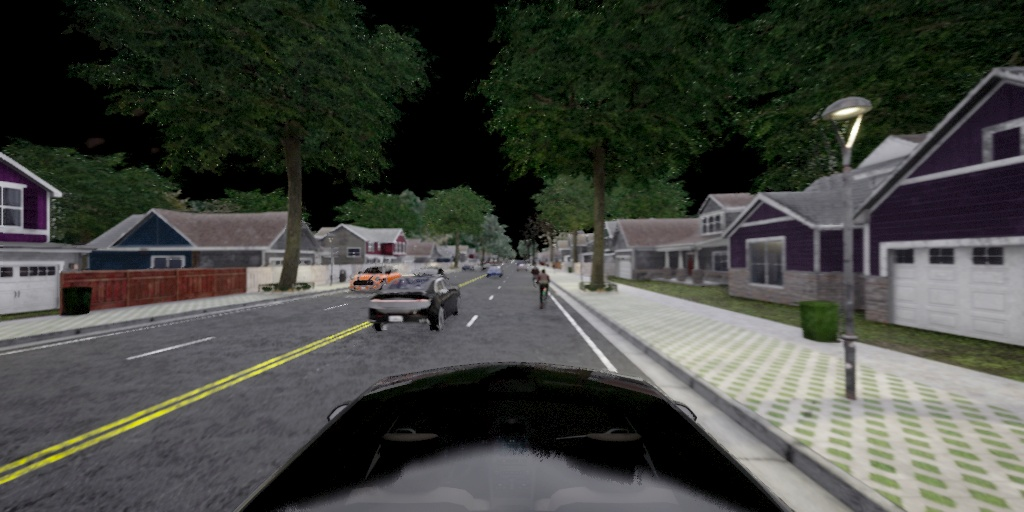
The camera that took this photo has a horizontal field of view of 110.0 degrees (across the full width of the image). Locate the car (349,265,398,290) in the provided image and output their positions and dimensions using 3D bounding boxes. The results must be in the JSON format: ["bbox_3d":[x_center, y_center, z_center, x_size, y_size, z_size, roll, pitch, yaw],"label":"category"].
[{"bbox_3d":[-9.194,1.447,24.499,2.097,1.767,4.553,0,-1,2],"label":"car"}]

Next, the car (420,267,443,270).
[{"bbox_3d":[-5.904,1.594,25.880,1.837,1.490,4.892,0,-1,2],"label":"car"}]

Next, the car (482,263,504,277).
[{"bbox_3d":[-1.992,1.821,43.209,2.033,1.411,5.357,0,-1,2],"label":"car"}]

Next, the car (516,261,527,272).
[{"bbox_3d":[1.819,2.061,64.095,2.033,1.411,5.357,0,-1,1],"label":"car"}]

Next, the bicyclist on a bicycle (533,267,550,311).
[{"bbox_3d":[1.284,1.349,14.376,0.582,1.620,1.656,0,-1,2],"label":"bicyclist on a bicycle"}]

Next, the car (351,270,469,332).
[{"bbox_3d":[-2.840,1.381,11.399,2.128,1.511,4.902,0,-1,2],"label":"car"}]

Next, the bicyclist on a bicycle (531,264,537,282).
[{"bbox_3d":[1.523,1.376,23.380,0.659,1.776,1.843,0,-1,2],"label":"bicyclist on a bicycle"}]
